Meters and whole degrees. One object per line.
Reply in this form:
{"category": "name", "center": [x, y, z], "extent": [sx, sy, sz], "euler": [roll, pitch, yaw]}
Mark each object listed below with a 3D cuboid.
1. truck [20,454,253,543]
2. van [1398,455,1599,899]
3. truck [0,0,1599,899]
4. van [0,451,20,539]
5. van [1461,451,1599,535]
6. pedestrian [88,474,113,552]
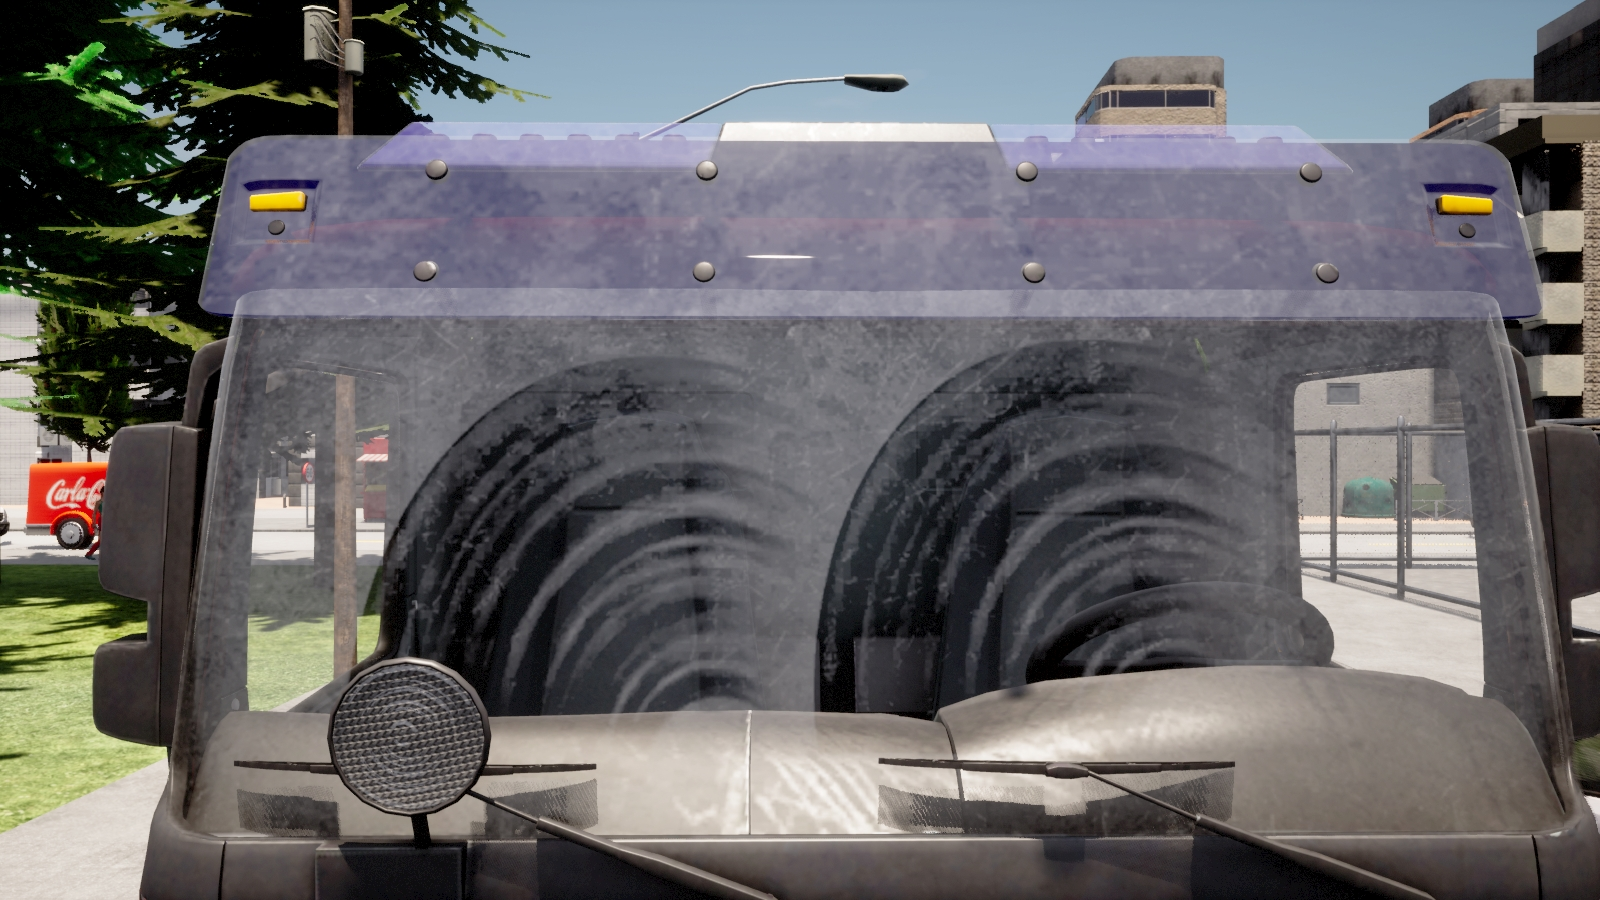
{"category": "truck", "center": [-19.012, 1.348, 32.943], "extent": [5.204, 2.467, 2.627], "euler": [0, 0, 1]}
{"category": "van", "center": [4.302, 1.314, 3.498], "extent": [1.988, 2.561, 5.915], "euler": [0, 0, 2]}
{"category": "truck", "center": [0.092, 0.670, 5.580], "extent": [2.891, 3.827, 8.468], "euler": [0, 0, -1]}
{"category": "van", "center": [-26.239, 1.314, 33.169], "extent": [5.915, 2.561, 1.988], "euler": [0, 0, 2]}
{"category": "van", "center": [24.242, 1.314, 35.747], "extent": [5.915, 2.561, 1.988], "euler": [0, 0, 1]}
{"category": "pedestrian", "center": [-16.919, 1.523, 27.625], "extent": [0.375, 1.860, 0.375], "euler": [0, 0, 0]}
